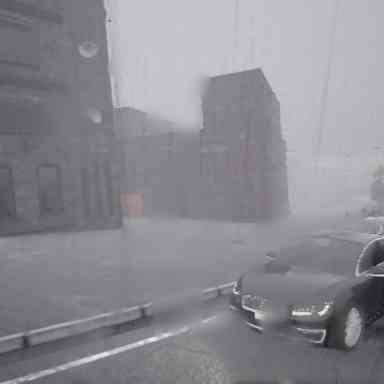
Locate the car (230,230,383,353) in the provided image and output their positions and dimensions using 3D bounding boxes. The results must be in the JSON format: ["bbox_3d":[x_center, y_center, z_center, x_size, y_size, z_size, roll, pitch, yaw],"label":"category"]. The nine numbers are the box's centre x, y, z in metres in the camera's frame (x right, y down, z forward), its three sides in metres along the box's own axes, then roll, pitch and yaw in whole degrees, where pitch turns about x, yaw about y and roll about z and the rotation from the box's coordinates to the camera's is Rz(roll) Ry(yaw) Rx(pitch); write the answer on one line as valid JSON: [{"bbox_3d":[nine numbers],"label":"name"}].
[{"bbox_3d":[2.775,1.555,6.392,4.892,1.490,1.837,1,-1,-42],"label":"car"}]

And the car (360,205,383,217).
[{"bbox_3d":[23.101,2.433,42.934,2.033,1.411,5.357,-4,-3,15],"label":"car"}]
